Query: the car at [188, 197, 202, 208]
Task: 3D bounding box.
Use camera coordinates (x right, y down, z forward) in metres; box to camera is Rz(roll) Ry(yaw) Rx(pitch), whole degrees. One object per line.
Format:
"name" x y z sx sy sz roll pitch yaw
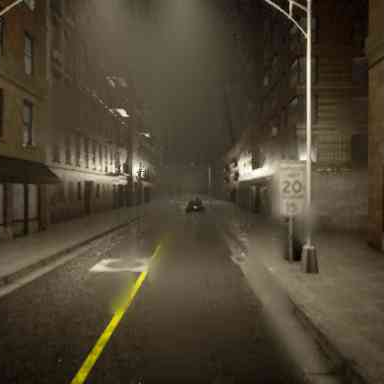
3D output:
"car" 0.442 1.513 47.850 1.994 1.385 4.181 0 0 1

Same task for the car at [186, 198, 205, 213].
"car" 0.366 1.530 36.004 1.994 1.385 4.181 0 0 1
